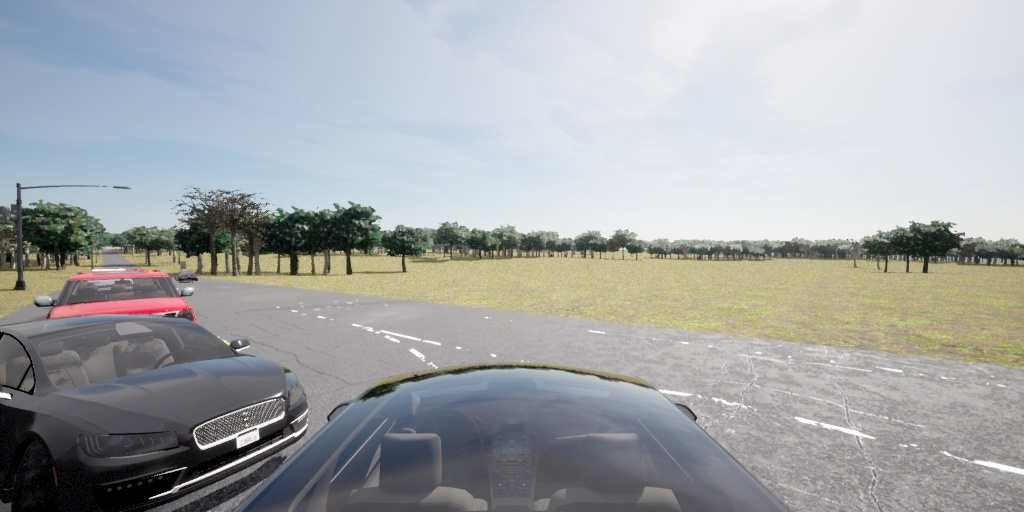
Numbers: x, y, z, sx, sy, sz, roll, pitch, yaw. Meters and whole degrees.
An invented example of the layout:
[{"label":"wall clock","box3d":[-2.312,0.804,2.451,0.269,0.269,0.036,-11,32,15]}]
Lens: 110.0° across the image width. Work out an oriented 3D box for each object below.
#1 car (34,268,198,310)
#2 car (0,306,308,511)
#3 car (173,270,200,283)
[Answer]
[{"label":"car","box3d":[-9.426,1.384,8.668,5.566,2.045,2.150,-2,0,41]},{"label":"car","box3d":[-4.540,1.445,3.996,4.892,1.490,1.837,-3,-3,21]},{"label":"car","box3d":[-43.187,2.672,47.484,5.357,1.411,2.033,-2,0,41]}]
